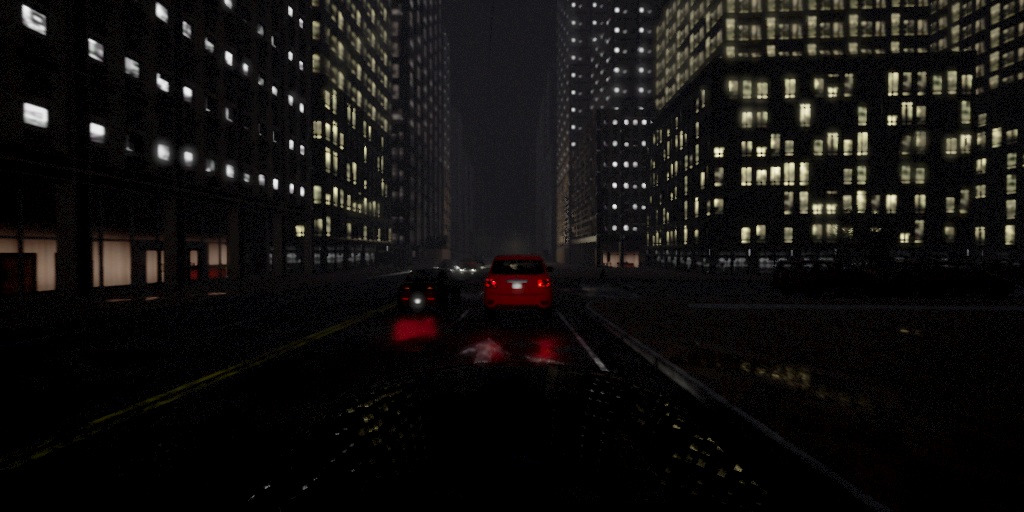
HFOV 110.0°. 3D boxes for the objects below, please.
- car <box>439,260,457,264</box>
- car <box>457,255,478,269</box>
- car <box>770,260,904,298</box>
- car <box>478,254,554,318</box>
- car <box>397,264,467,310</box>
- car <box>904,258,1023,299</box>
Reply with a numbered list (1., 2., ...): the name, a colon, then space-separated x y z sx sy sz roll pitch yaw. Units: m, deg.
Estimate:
1. car: -9.830 1.276 53.977 1.812 1.442 4.674 0 0 0
2. car: -6.577 1.103 54.361 2.097 1.767 4.553 0 0 0
3. car: 15.988 1.152 18.182 5.009 1.841 2.192 0 0 3
4. car: 0.338 0.967 13.186 2.150 2.045 5.566 0 0 4
5. car: -3.179 1.252 14.557 1.837 1.490 4.892 0 0 0
6. car: 21.543 1.162 17.986 5.009 1.841 2.192 0 0 3
